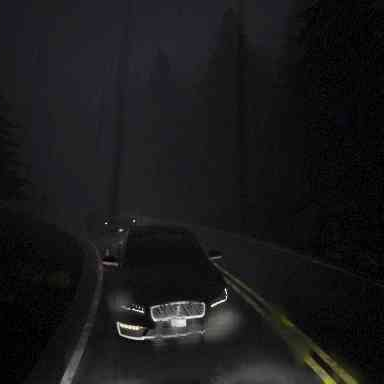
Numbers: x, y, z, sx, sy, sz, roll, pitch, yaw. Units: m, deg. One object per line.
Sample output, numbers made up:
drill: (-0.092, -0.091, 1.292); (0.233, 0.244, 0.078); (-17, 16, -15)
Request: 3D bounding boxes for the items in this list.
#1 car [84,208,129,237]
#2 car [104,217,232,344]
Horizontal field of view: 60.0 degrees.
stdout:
car: (-4.633, 1.611, 18.538); (1.895, 1.301, 4.718); (-3, 1, -29)
car: (-0.645, 1.495, 6.802); (1.837, 1.490, 4.892); (-1, 0, -11)
